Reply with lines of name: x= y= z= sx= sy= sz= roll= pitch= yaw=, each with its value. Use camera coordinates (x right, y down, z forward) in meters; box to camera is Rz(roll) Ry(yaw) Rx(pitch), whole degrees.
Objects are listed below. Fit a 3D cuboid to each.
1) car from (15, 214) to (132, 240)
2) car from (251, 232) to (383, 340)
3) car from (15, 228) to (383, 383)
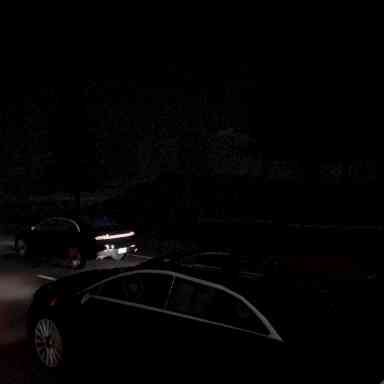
car: x=-3.989 y=1.477 z=11.036 sx=4.902 sy=1.511 sz=2.128 roll=0 pitch=0 yaw=35
car: x=3.597 y=1.601 z=5.725 sx=4.718 sy=1.301 sz=1.895 roll=0 pitch=0 yaw=36
car: x=-0.078 y=1.490 z=4.040 sx=4.902 sy=1.511 sz=2.128 roll=0 pitch=0 yaw=35
